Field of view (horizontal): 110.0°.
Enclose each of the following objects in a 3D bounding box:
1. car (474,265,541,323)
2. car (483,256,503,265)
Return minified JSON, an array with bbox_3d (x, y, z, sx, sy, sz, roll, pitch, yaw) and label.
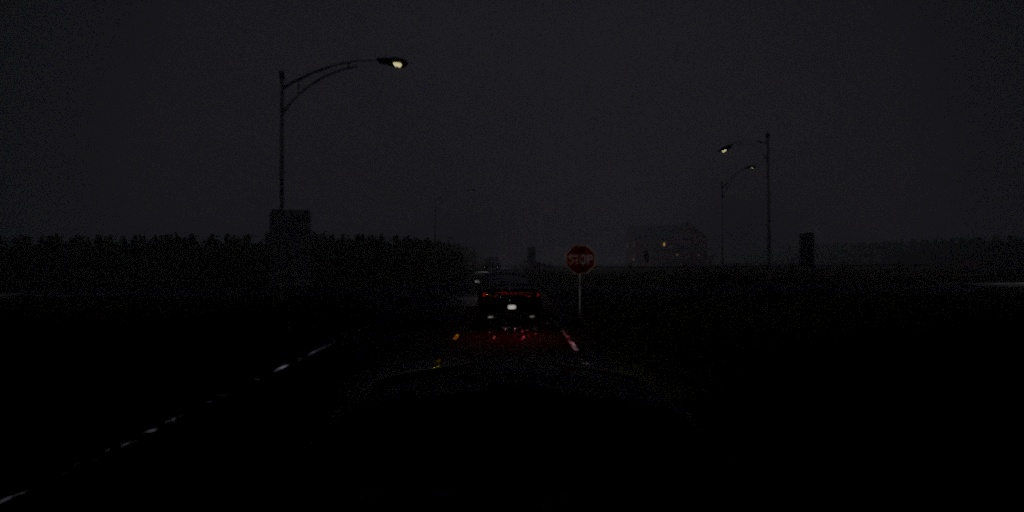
[{"bbox_3d":[-0.260,1.240,12.288,1.882,1.535,5.008,0,0,-6],"label":"car"},{"bbox_3d":[-2.840,1.058,51.272,2.150,2.045,5.566,0,0,0],"label":"car"}]
